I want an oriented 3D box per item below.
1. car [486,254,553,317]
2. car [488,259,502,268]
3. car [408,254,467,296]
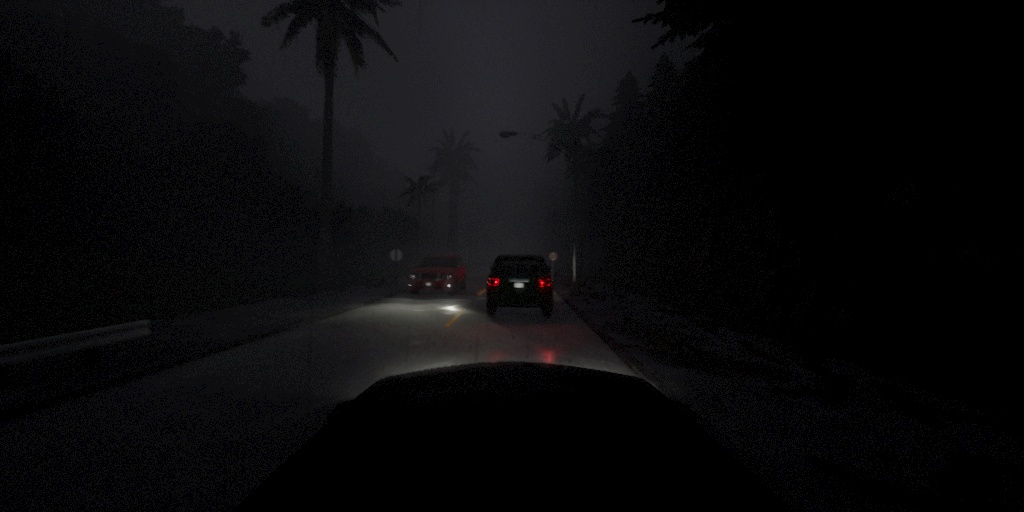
[{"bbox_3d":[0.297,0.964,13.373,2.150,2.045,5.566,1,0,2],"label":"car"},{"bbox_3d":[-2.850,1.221,61.856,2.033,1.411,5.357,0,0,2],"label":"car"},{"bbox_3d":[-3.780,0.923,19.215,2.150,2.045,5.566,0,0,1],"label":"car"}]
